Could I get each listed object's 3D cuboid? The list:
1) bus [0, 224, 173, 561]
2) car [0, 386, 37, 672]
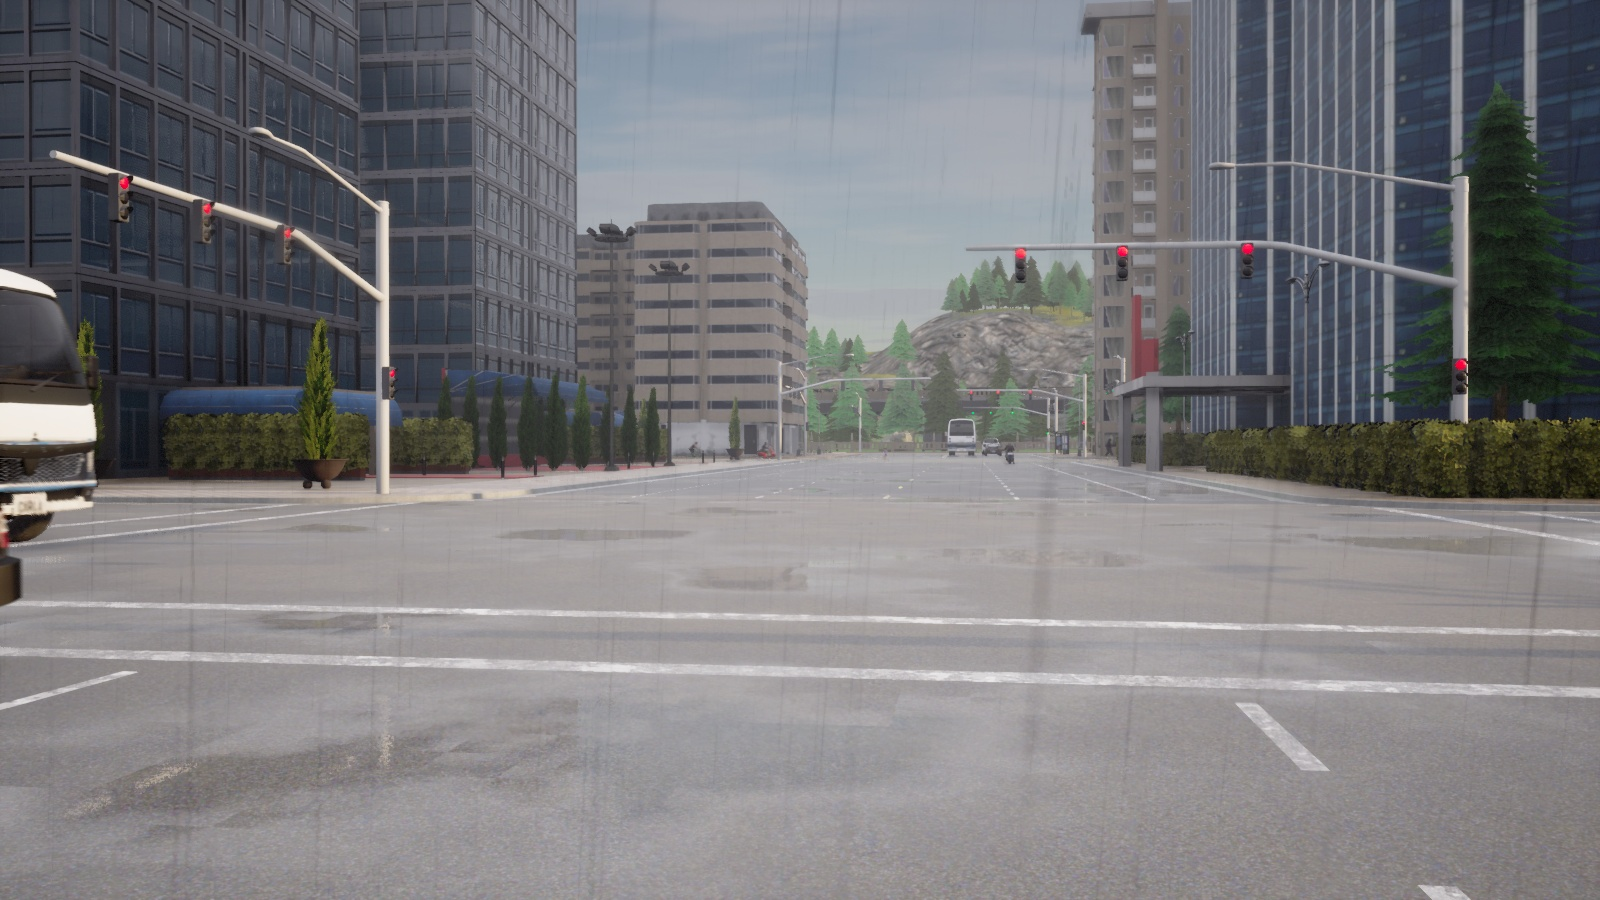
[{"bbox_3d":[-14.971,-0.744,18.001,10.273,4.253,3.944,0,0,8],"label":"bus"},{"bbox_3d":[-6.409,0.522,6.303,1.932,1.855,4.605,0,0,8],"label":"car"}]
